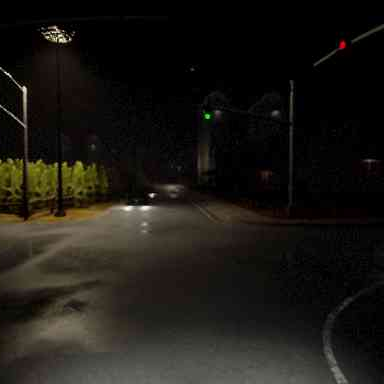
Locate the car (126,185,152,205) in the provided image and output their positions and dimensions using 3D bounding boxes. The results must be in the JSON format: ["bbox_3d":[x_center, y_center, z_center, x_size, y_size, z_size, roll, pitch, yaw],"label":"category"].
[{"bbox_3d":[-5.074,0.420,31.585,1.837,1.490,4.892,0,3,-5],"label":"car"}]

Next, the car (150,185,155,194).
[{"bbox_3d":[-7.107,-0.466,55.420,2.033,1.411,5.357,0,2,-5],"label":"car"}]

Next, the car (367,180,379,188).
[{"bbox_3d":[42.360,-1.812,77.530,1.905,1.878,3.866,9,10,41],"label":"car"}]
